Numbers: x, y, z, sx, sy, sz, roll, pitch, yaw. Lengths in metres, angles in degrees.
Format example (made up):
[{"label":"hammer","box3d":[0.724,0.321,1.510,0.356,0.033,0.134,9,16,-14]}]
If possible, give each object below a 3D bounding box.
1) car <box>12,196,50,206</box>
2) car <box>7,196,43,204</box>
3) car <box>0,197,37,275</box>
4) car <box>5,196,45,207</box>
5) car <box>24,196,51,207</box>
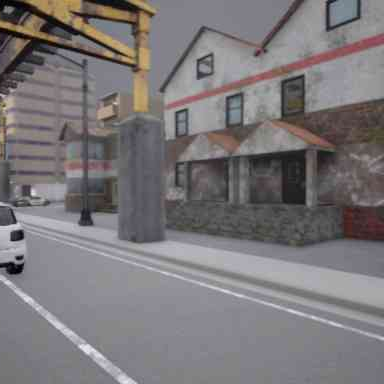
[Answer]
[{"label":"car","box3d":[-22.291,1.185,46.236,1.853,1.218,4.536,0,0,29]},{"label":"car","box3d":[-24.748,1.171,49.558,4.536,1.218,1.853,0,0,-16]},{"label":"car","box3d":[-6.618,1.267,9.785,2.150,2.045,5.566,-1,0,-41]},{"label":"car","box3d":[-24.797,1.329,49.545,4.974,1.542,2.038,0,0,-16]},{"label":"car","box3d":[-22.315,1.343,46.192,2.038,1.542,4.974,0,0,29]}]
